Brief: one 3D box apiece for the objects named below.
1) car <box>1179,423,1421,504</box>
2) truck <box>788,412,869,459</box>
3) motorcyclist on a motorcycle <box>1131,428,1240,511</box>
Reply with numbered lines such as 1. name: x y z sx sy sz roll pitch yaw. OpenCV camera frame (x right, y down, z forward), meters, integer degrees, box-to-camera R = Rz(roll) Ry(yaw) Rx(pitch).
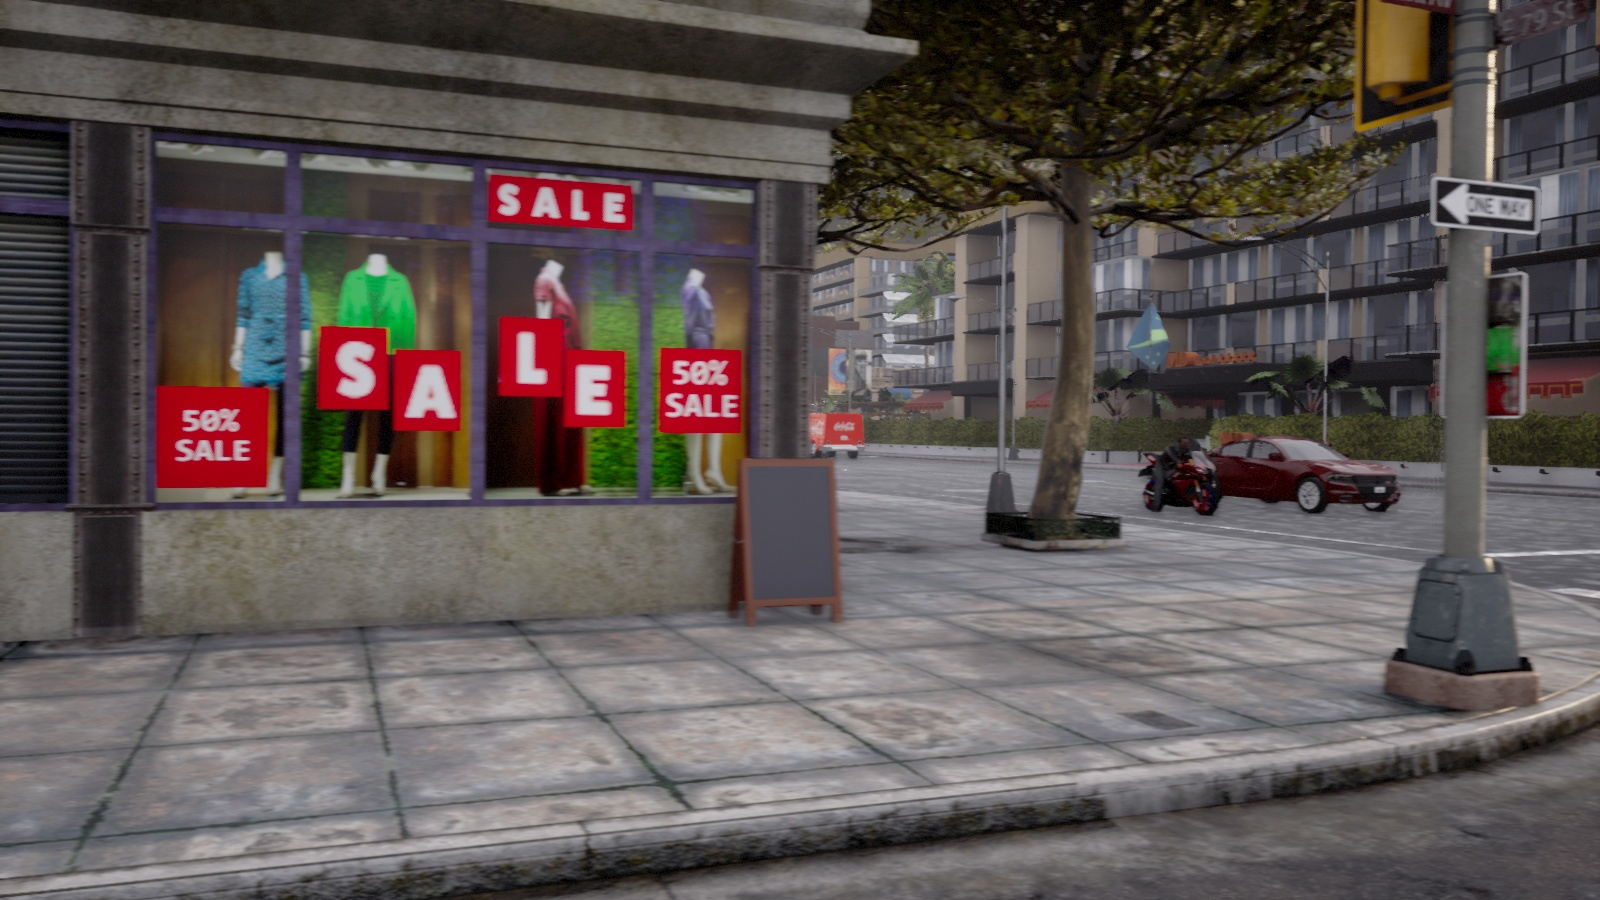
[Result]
1. car: 10.457 0.227 26.760 1.882 1.535 5.008 -1 1 -21
2. truck: 1.504 -0.833 69.341 2.627 2.467 5.204 -1 1 -21
3. motorcyclist on a motorcycle: 7.527 0.351 24.641 0.866 1.530 2.191 -1 1 -21
